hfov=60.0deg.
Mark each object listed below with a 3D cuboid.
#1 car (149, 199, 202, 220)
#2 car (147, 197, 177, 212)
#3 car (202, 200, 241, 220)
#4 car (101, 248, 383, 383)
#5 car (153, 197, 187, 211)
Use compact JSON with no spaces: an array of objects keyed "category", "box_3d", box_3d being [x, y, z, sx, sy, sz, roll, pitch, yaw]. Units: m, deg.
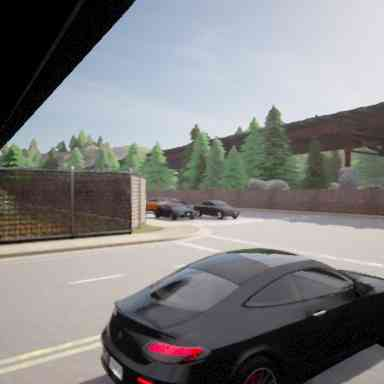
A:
[{"category":"car","box_3d":[-1.423,1.546,27.552,1.994,1.385,4.181,0,0,-36]},{"category":"car","box_3d":[-3.305,1.331,36.115,2.097,1.767,4.553,0,0,-36]},{"category":"car","box_3d":[2.092,1.484,28.661,1.837,1.490,4.892,0,0,-36]},{"category":"car","box_3d":[1.141,1.522,4.559,4.674,1.442,1.812,0,0,-36]},{"category":"car","box_3d":[-2.861,1.452,41.809,1.882,1.535,5.008,0,0,-36]}]
